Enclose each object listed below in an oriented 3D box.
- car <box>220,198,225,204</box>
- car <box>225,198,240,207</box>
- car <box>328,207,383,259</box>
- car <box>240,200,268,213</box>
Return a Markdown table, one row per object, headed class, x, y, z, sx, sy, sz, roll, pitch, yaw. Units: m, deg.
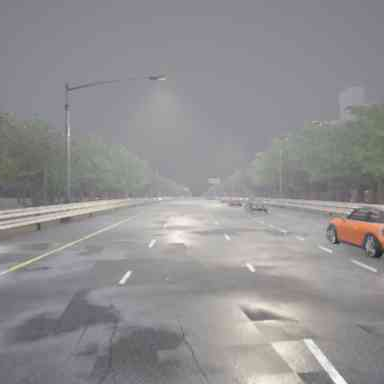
| class | x | y | z | sx | sy | sz | roll | pitch | yaw |
| --- | --- | --- | --- | --- | --- | --- | --- | --- | --- |
| car | 7.219 | 1.943 | 73.592 | 1.895 | 1.301 | 4.718 | 0 | -1 | 0 |
| car | 7.113 | 1.679 | 55.857 | 1.812 | 1.442 | 4.674 | 0 | -1 | 0 |
| car | 7.017 | 1.355 | 12.805 | 2.097 | 1.767 | 4.553 | 0 | 0 | 0 |
| car | 7.039 | 1.581 | 36.860 | 2.033 | 1.411 | 5.357 | 0 | 0 | 0 |
